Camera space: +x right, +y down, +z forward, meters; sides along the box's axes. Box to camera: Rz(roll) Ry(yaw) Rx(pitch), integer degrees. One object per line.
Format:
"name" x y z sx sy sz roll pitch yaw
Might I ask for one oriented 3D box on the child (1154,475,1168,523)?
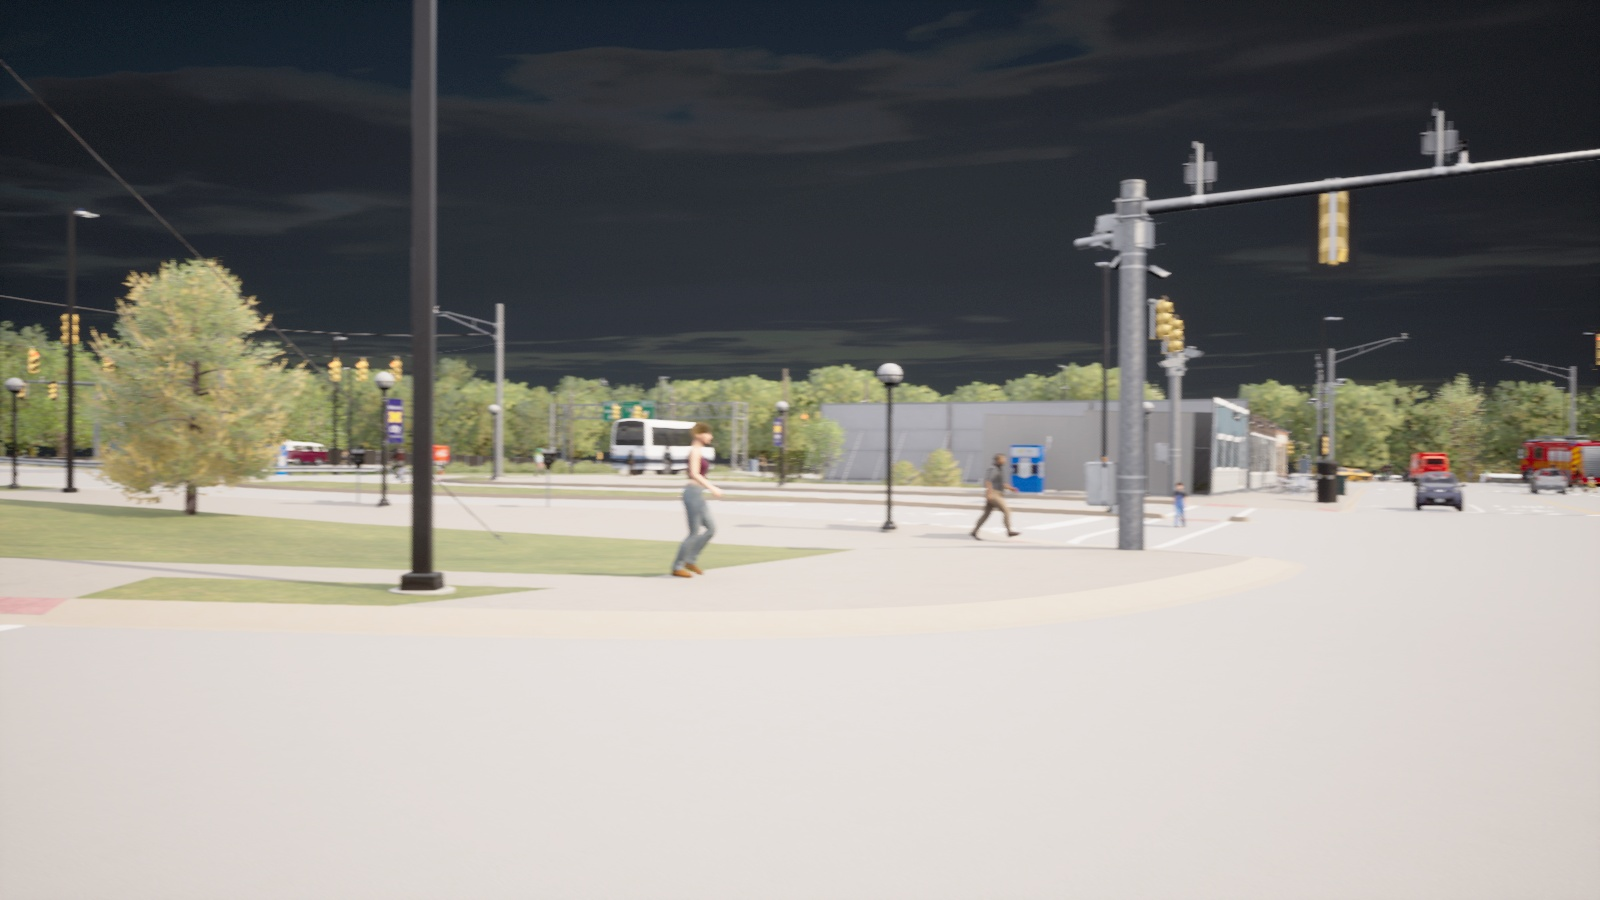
"child" 9.605 1.298 33.404 0.270 1.263 0.437 0 0 26

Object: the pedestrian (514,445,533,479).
"pedestrian" -16.116 0.702 73.149 0.659 1.952 0.873 0 0 26

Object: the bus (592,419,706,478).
"bus" -11.473 -0.044 96.864 3.944 4.253 10.273 0 -1 25

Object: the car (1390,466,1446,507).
"car" 24.206 1.413 49.284 1.845 1.501 3.633 0 0 25

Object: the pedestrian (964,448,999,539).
"pedestrian" 3.734 0.892 25.812 0.694 1.848 0.540 0 0 7

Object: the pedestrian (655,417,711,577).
"pedestrian" -1.352 0.543 14.597 0.594 1.836 0.345 0 0 4

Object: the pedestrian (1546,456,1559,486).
"pedestrian" 47.354 1.317 79.019 0.703 1.840 0.431 0 0 34

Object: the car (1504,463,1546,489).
"car" 43.612 1.535 75.598 1.845 1.501 3.633 0 0 24
